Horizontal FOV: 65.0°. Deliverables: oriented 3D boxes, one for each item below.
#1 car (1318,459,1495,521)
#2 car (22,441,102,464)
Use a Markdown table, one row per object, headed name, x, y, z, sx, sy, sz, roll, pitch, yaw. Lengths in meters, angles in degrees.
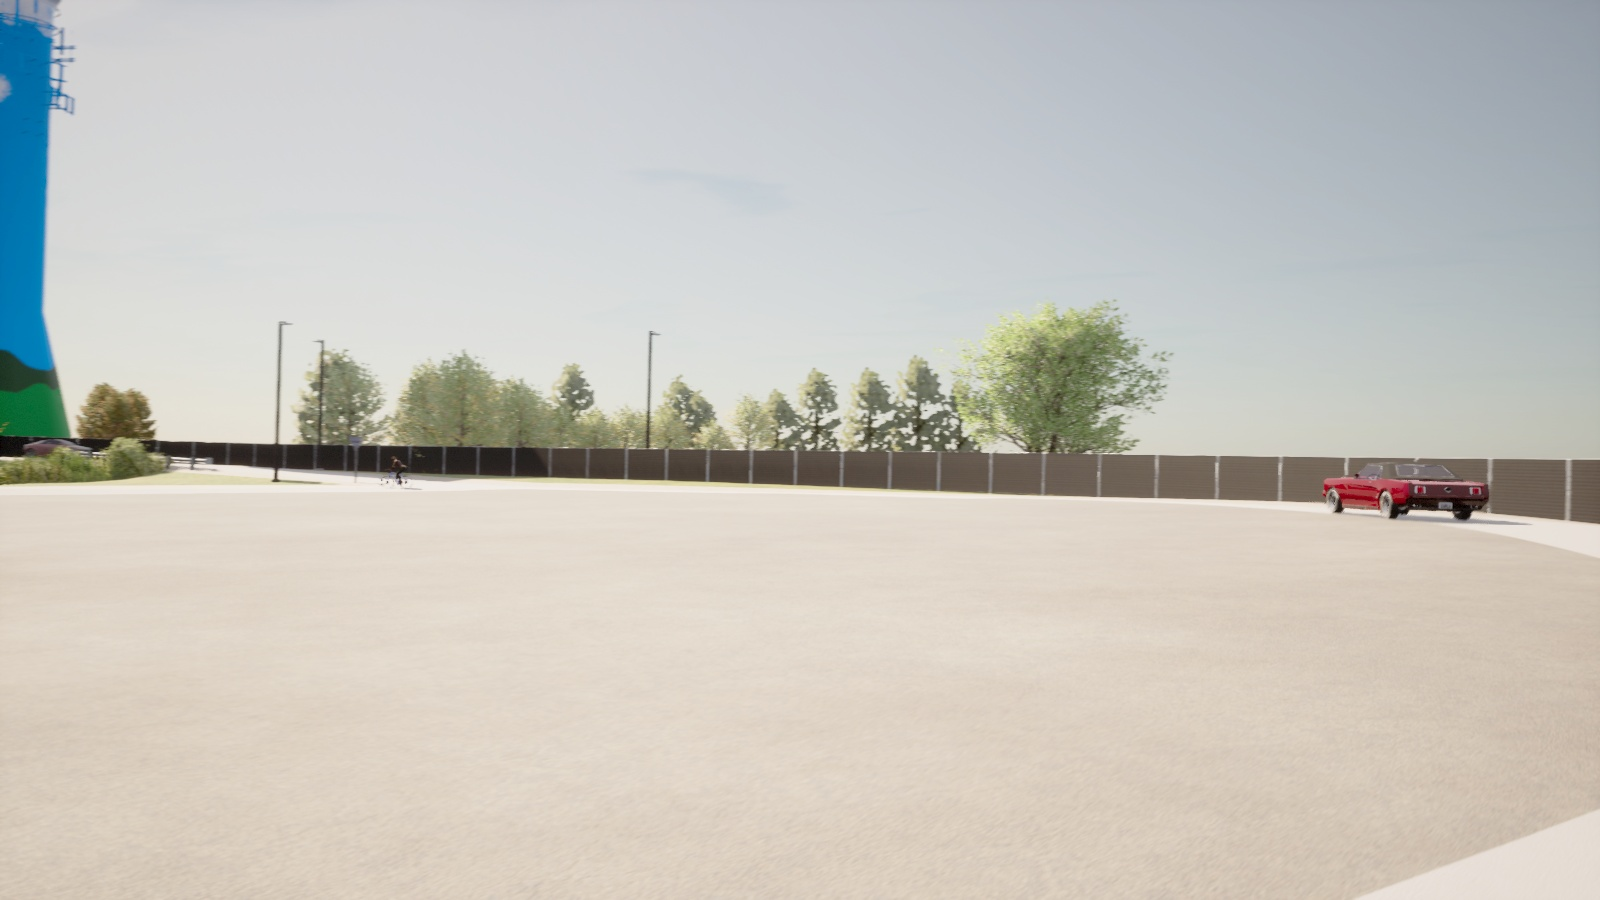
| name | x | y | z | sx | sy | sz | roll | pitch | yaw |
| --- | --- | --- | --- | --- | --- | --- | --- | --- | --- |
| car | 14.091 | 0.882 | 29.517 | 1.895 | 1.301 | 4.718 | 1 | 0 | 0 |
| car | -49.840 | 0.203 | 84.907 | 4.181 | 1.385 | 1.994 | 2 | -1 | -8 |
